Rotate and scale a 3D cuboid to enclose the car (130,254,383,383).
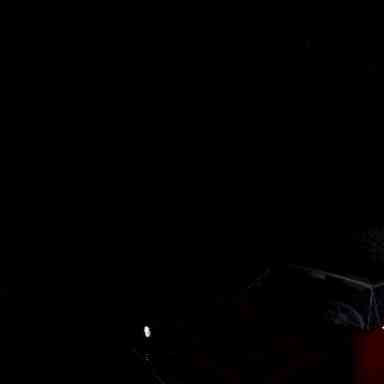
[{"bbox_3d":[1.675,1.600,4.267,4.718,1.301,1.895,0,0,-36],"label":"car"}]
